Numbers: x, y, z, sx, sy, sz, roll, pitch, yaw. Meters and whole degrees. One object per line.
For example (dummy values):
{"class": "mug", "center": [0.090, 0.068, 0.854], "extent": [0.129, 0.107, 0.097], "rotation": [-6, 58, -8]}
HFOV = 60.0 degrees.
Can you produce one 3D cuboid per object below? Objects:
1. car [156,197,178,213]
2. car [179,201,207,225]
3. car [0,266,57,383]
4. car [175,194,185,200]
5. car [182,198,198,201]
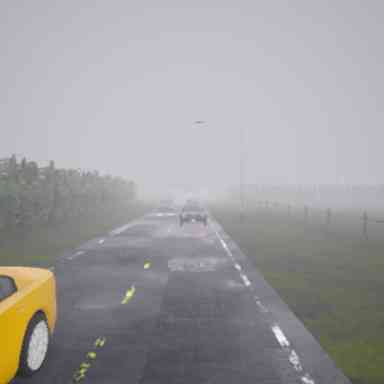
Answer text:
{"class": "car", "center": [-2.862, 1.529, 37.510], "extent": [2.033, 1.411, 5.357], "rotation": [0, 0, 0]}
{"class": "car", "center": [0.086, 1.594, 23.939], "extent": [1.895, 1.301, 4.718], "rotation": [0, 0, 0]}
{"class": "car", "center": [-2.846, 1.478, 2.708], "extent": [1.882, 1.535, 5.008], "rotation": [0, 0, 0]}
{"class": "car", "center": [-2.782, 1.167, 78.302], "extent": [2.128, 1.511, 4.902], "rotation": [0, 0, 0]}
{"class": "car", "center": [0.085, 1.526, 41.258], "extent": [2.033, 1.411, 5.357], "rotation": [0, 0, 0]}
